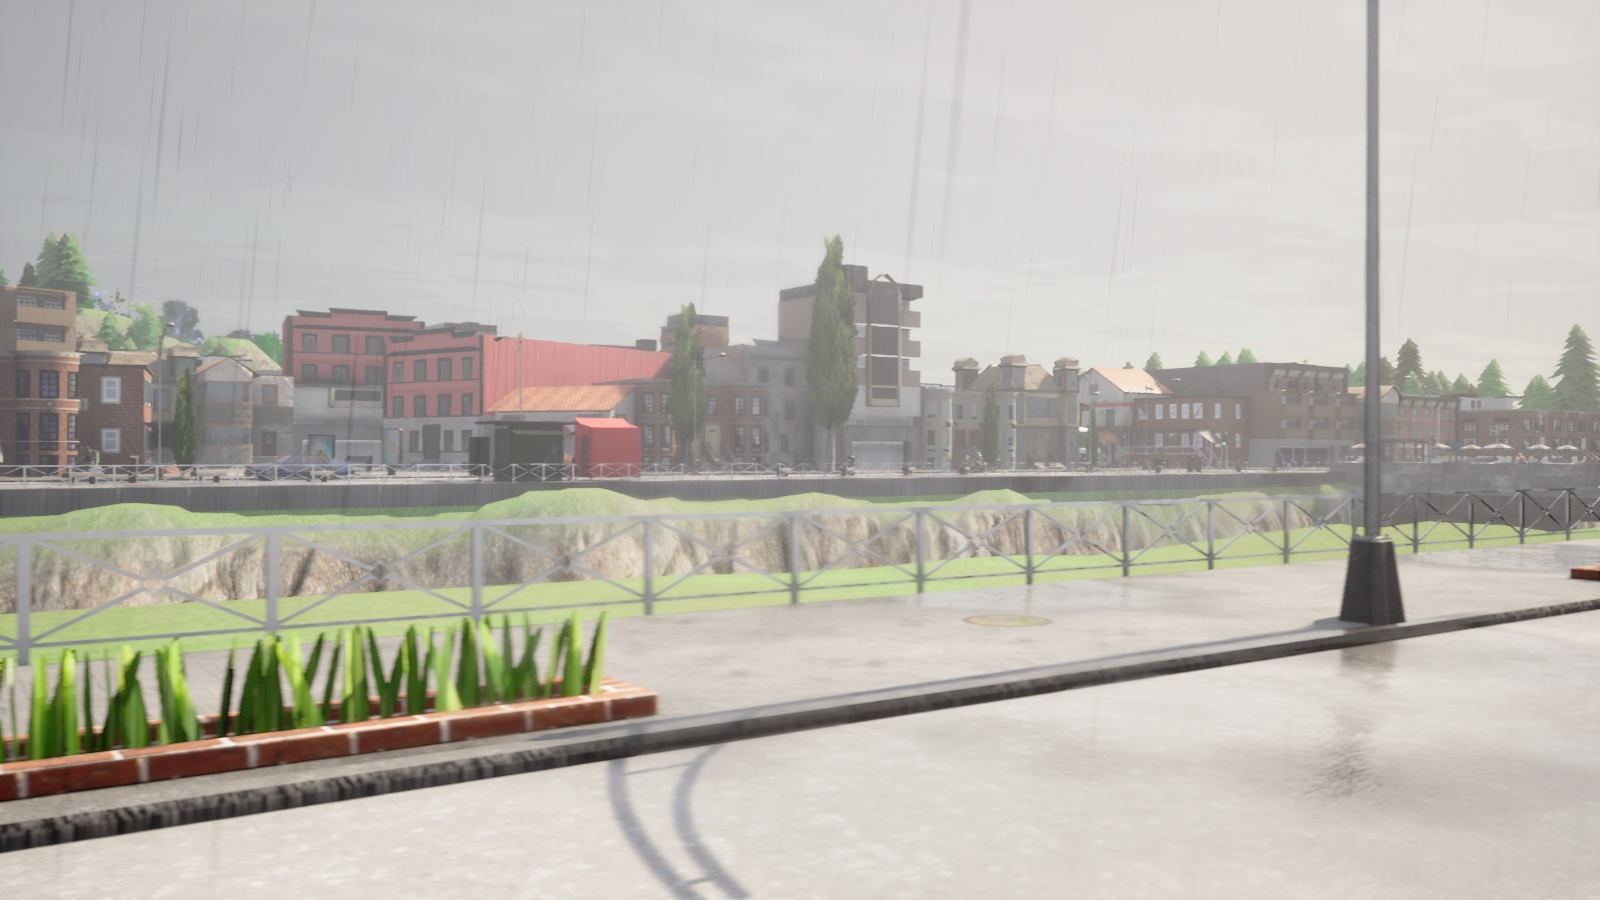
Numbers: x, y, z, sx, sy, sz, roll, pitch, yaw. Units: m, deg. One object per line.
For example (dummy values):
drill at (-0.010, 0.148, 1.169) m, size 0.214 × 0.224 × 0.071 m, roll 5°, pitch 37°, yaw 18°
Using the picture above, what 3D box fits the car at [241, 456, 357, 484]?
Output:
car at (-26.311, 1.010, 66.001) m, size 5.357 × 1.411 × 2.033 m, roll 0°, pitch 0°, yaw -35°

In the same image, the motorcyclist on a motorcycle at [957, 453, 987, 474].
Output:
motorcyclist on a motorcycle at (12.757, 0.981, 93.210) m, size 2.191 × 1.530 × 0.866 m, roll 0°, pitch 0°, yaw -35°

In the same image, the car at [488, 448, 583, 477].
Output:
car at (-15.463, 0.736, 73.558) m, size 5.027 × 1.651 × 2.152 m, roll 0°, pitch 0°, yaw -35°
